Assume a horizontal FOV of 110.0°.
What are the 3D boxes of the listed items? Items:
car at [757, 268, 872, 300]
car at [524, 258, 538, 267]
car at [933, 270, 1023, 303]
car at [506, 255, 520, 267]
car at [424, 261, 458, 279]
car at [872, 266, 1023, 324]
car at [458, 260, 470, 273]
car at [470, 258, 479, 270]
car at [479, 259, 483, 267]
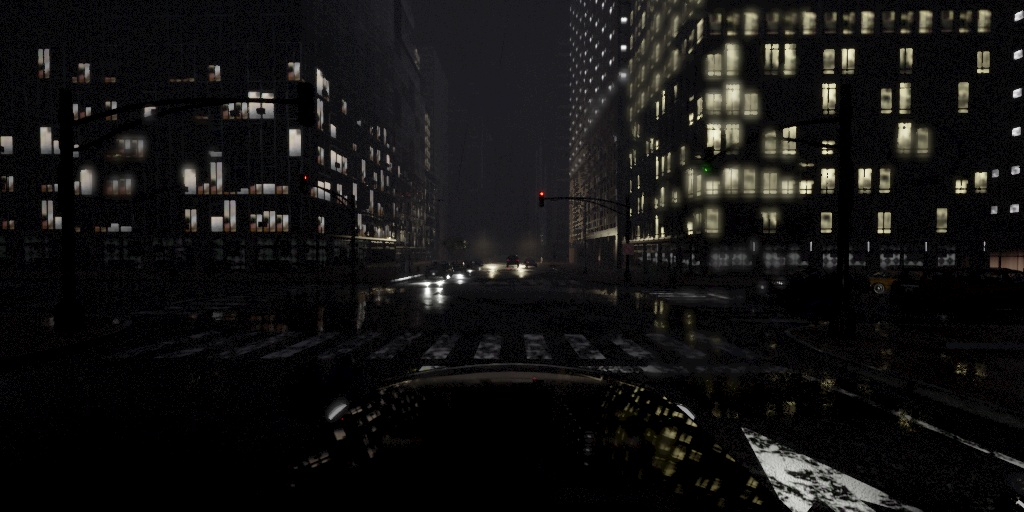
[{"bbox_3d":[15.281,1.357,18.275,4.902,1.511,2.128,1,1,2],"label":"car"},{"bbox_3d":[3.402,1.229,63.259,1.812,1.442,4.674,0,0,0],"label":"car"},{"bbox_3d":[25.105,1.500,18.050,5.357,1.411,2.033,0,1,1],"label":"car"},{"bbox_3d":[0.150,0.925,62.880,2.150,2.045,5.566,0,0,0],"label":"car"},{"bbox_3d":[-6.529,1.225,32.352,2.128,1.511,4.902,0,0,0],"label":"car"},{"bbox_3d":[16.216,1.281,12.444,5.009,1.841,2.192,0,0,1],"label":"car"},{"bbox_3d":[-6.504,1.326,42.357,1.895,1.301,4.718,0,0,0],"label":"car"},{"bbox_3d":[-6.470,1.262,52.710,2.033,1.411,5.357,0,0,0],"label":"car"},{"bbox_3d":[-6.374,1.179,64.700,1.882,1.535,5.008,0,1,1],"label":"car"}]
